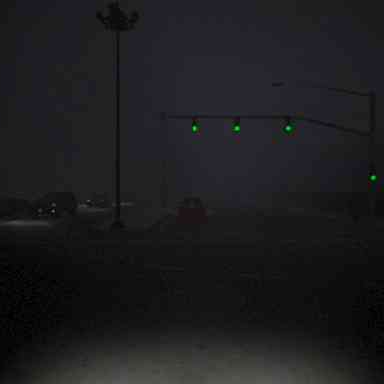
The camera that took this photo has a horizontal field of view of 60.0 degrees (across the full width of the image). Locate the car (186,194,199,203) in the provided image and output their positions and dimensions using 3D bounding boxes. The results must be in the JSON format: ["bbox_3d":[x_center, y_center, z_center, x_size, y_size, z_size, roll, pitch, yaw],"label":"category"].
[{"bbox_3d":[0.074,1.100,58.692,2.128,1.511,4.902,0,0,0],"label":"car"}]

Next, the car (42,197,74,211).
[{"bbox_3d":[-15.089,1.312,37.765,1.994,1.385,4.181,0,0,0],"label":"car"}]

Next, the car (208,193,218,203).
[{"bbox_3d":[3.575,1.209,58.783,1.895,1.301,4.718,0,0,0],"label":"car"}]

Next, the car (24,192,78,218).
[{"bbox_3d":[-11.597,1.032,28.297,2.150,2.045,5.566,0,0,1],"label":"car"}]

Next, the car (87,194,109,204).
[{"bbox_3d":[-15.009,1.136,53.350,2.128,1.511,4.902,0,0,1],"label":"car"}]

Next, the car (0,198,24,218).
[{"bbox_3d":[-15.091,1.306,27.782,2.128,1.511,4.902,0,0,0],"label":"car"}]

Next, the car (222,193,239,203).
[{"bbox_3d":[7.077,0.958,59.116,2.097,1.767,4.553,0,0,0],"label":"car"}]

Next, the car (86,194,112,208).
[{"bbox_3d":[-11.573,1.074,41.609,2.097,1.767,4.553,0,0,0],"label":"car"}]

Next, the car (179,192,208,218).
[{"bbox_3d":[-0.004,1.166,27.786,2.097,1.767,4.553,0,0,0],"label":"car"}]

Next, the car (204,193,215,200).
[{"bbox_3d":[3.641,0.925,69.087,2.128,1.511,4.902,0,0,0],"label":"car"}]

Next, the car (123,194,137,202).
[{"bbox_3d":[-11.418,1.083,61.315,2.128,1.511,4.902,0,0,1],"label":"car"}]

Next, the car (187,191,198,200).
[{"bbox_3d":[0.141,0.755,69.076,2.097,1.767,4.553,0,0,0],"label":"car"}]
